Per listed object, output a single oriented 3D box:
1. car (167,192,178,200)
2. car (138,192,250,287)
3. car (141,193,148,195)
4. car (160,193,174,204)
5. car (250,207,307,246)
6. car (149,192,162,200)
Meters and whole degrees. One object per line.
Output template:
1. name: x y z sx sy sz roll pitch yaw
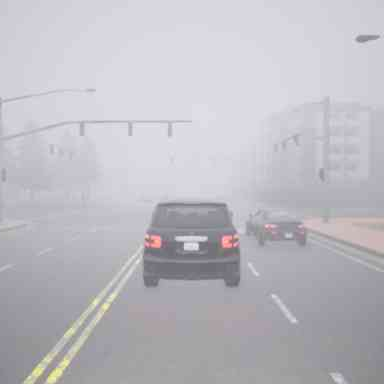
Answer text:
1. car: -3.868 0.836 67.670 1.882 1.535 5.008 0 1 0
2. car: 0.002 1.133 9.193 2.150 2.045 5.566 0 1 0
3. car: -7.348 0.975 53.033 1.882 1.535 5.008 0 1 -1
4. car: -3.849 0.979 52.592 1.882 1.535 5.008 0 1 0
5. car: 3.507 1.390 14.363 1.812 1.442 4.674 0 0 0
6. car: -7.361 0.848 68.141 2.128 1.511 4.902 0 1 0
